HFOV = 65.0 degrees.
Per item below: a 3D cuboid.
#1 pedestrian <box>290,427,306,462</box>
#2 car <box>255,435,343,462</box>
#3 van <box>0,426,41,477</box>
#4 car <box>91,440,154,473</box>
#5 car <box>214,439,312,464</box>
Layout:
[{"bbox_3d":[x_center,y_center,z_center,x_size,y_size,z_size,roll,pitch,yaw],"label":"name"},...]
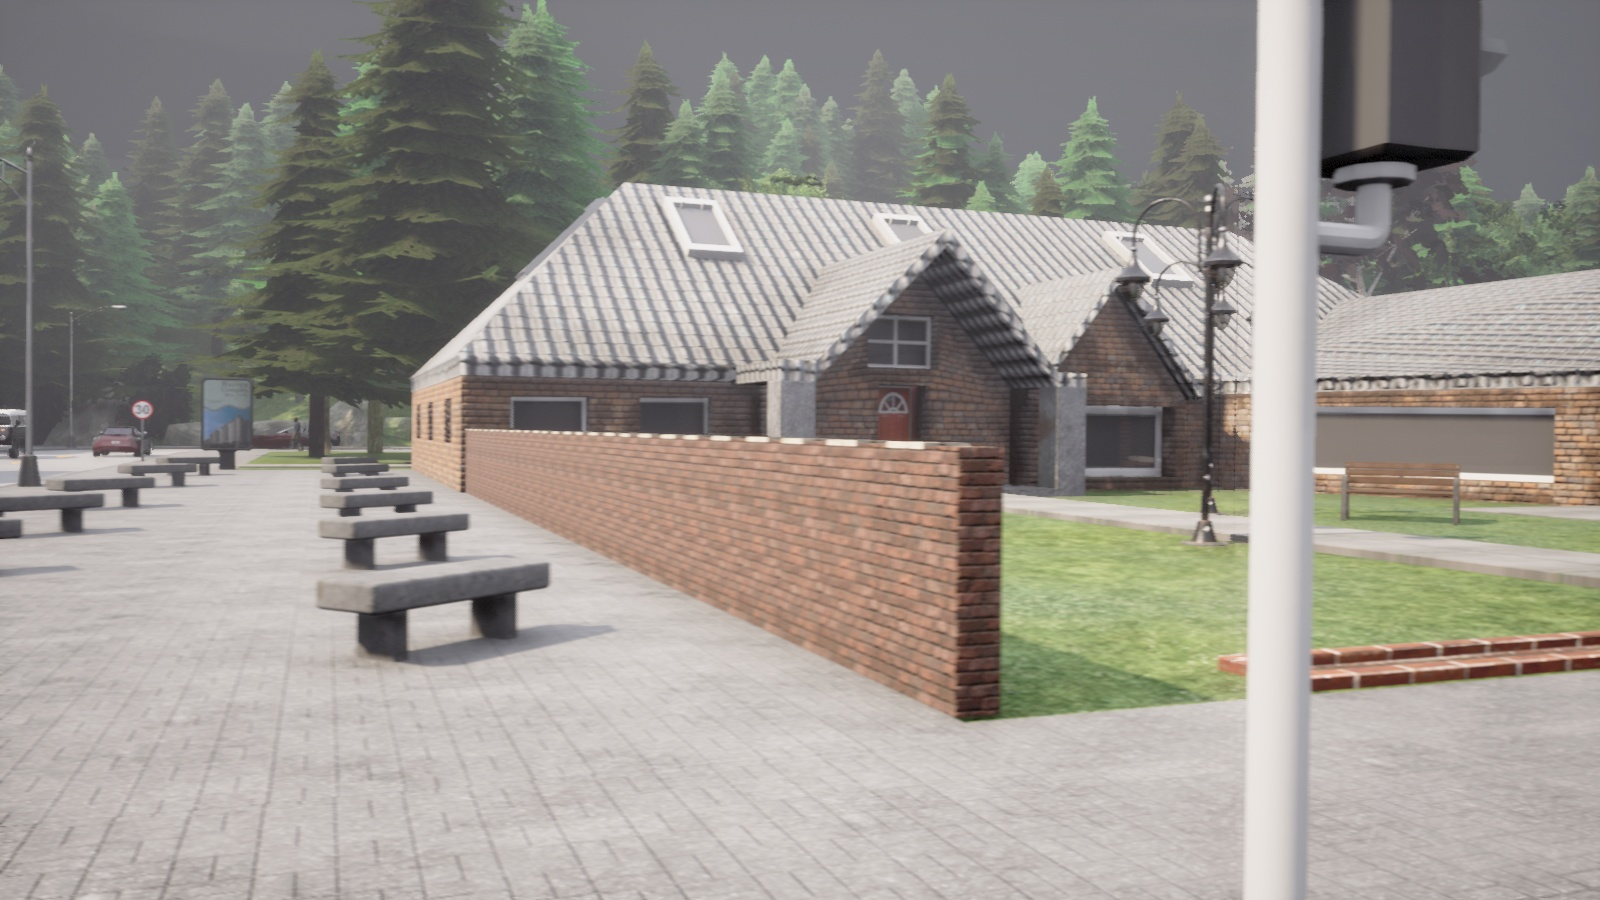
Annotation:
[{"bbox_3d":[-26.815,-0.294,67.058,0.726,1.835,0.370,-1,1,-25],"label":"pedestrian"},{"bbox_3d":[-30.167,-0.106,75.572,4.792,1.488,2.163,-1,1,-25],"label":"car"},{"bbox_3d":[-33.279,0.031,52.248,2.069,2.038,4.480,-1,1,-21],"label":"van"},{"bbox_3d":[-31.027,0.259,57.621,1.994,1.385,4.181,-1,1,-21],"label":"car"},{"bbox_3d":[-30.237,0.074,70.804,1.895,1.301,4.718,0,1,43],"label":"car"}]
